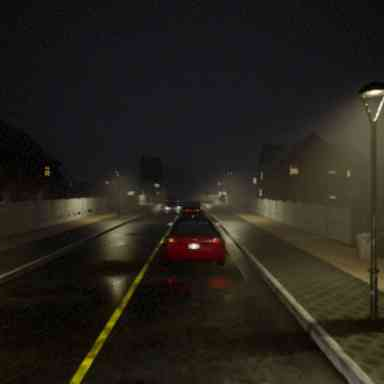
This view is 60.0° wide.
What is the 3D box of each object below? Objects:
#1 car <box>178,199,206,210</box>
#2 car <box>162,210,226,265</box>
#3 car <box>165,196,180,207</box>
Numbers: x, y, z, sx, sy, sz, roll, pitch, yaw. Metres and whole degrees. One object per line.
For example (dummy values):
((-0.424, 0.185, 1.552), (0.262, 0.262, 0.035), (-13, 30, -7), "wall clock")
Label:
((0.066, 1.484, 26.525), (1.837, 1.490, 4.892), (0, 1, 0), "car")
((0.068, 1.552, 11.660), (1.994, 1.385, 4.181), (0, 0, 0), "car")
((-2.825, 1.324, 50.195), (2.097, 1.767, 4.553), (0, 0, 0), "car")
